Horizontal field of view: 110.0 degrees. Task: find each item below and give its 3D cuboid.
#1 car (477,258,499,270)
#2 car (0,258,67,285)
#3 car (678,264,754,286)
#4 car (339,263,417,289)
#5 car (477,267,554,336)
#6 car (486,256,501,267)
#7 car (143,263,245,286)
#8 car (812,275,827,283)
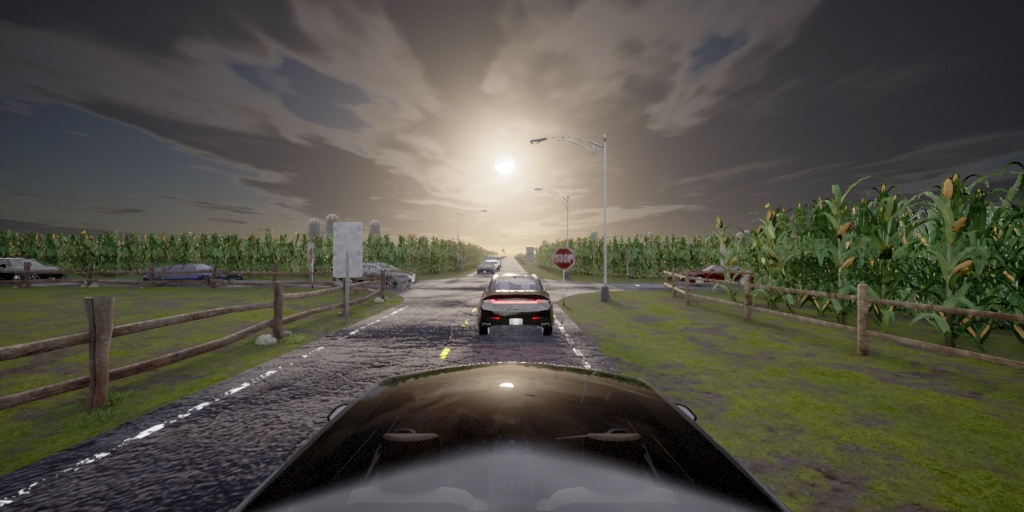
[{"bbox_3d":[-2.898,1.287,40.853,2.033,1.411,5.357,0,0,0],"label":"car"},{"bbox_3d":[-32.222,0.914,23.420,4.553,1.767,2.097,0,-1,1],"label":"car"},{"bbox_3d":[14.723,1.346,25.959,5.008,1.535,1.882,0,-1,1],"label":"car"},{"bbox_3d":[-8.196,1.178,22.025,4.902,1.511,2.128,0,-1,18],"label":"car"},{"bbox_3d":[0.088,1.242,10.384,2.128,1.511,4.902,0,0,0],"label":"car"},{"bbox_3d":[-2.896,0.955,51.328,2.150,2.045,5.566,0,0,1],"label":"car"},{"bbox_3d":[-20.621,1.170,23.316,5.357,1.411,2.033,0,-1,0],"label":"car"},{"bbox_3d":[24.187,1.439,25.874,4.892,1.490,1.837,0,-1,0],"label":"car"}]
